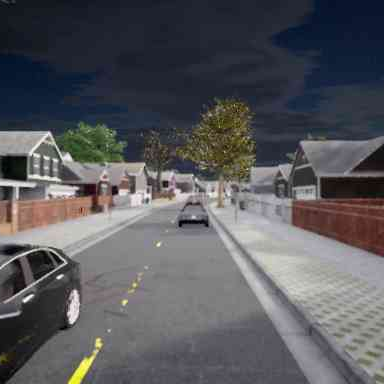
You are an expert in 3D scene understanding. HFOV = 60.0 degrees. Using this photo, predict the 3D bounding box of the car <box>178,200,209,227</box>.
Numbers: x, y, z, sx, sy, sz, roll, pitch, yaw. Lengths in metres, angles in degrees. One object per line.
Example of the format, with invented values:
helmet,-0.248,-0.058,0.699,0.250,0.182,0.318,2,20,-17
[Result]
car,0.096,1.479,22.242,1.994,1.385,4.181,0,0,0

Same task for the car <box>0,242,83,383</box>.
car,-2.839,1.491,4.062,1.837,1.490,4.892,0,0,0

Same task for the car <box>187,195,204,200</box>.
car,0.382,1.196,41.251,2.097,1.767,4.553,0,0,2
